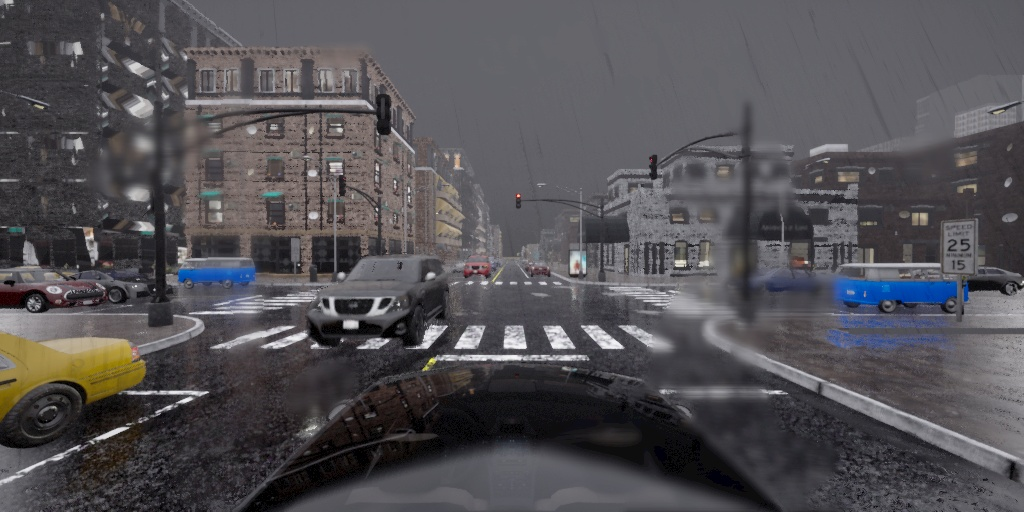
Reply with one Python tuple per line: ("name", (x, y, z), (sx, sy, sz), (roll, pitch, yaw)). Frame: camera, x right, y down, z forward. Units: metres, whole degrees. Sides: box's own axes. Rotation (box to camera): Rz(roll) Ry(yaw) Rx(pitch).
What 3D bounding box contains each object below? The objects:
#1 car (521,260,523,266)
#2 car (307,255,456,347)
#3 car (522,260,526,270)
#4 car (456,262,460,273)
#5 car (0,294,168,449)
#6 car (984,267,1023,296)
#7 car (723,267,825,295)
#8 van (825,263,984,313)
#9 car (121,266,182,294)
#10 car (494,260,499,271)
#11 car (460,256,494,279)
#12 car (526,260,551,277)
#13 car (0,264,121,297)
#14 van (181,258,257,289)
("car", (2.656, 1.321, 52.331), (2.007, 1.370, 4.403), (0, 0, 0))
("car", (-3.103, 0.972, 9.668), (2.150, 2.045, 5.566), (0, 0, 0))
("car", (2.660, 1.347, 46.634), (1.802, 1.307, 4.207), (0, 0, 0))
("car", (-5.717, 1.310, 40.920), (2.007, 1.370, 4.403), (0, 0, 0))
("car", (-5.692, 1.275, 2.598), (1.751, 1.417, 4.829), (0, 0, 0))
("car", (24.423, 1.290, 19.411), (4.902, 1.511, 2.128), (0, 0, 0))
("car", (14.498, 1.320, 19.334), (5.357, 1.411, 2.033), (0, 0, -1))
("van", (14.648, 1.156, 13.548), (3.998, 1.789, 1.690), (0, 0, 0))
("car", (-17.743, 1.296, 15.869), (4.181, 1.385, 1.994), (0, 0, -1))
("car", (-3.128, 1.292, 48.624), (1.812, 1.442, 4.674), (0, 0, 0))
("car", (-3.121, 0.975, 33.253), (2.150, 2.045, 5.566), (0, 0, 0))
("car", (2.668, 1.195, 35.241), (1.967, 1.591, 4.097), (0, 0, 0))
("car", (-17.730, 1.190, 13.286), (4.097, 1.591, 1.967), (0, 0, 0))
("van", (-17.778, 1.030, 21.666), (3.998, 1.789, 1.690), (0, 0, 0))
